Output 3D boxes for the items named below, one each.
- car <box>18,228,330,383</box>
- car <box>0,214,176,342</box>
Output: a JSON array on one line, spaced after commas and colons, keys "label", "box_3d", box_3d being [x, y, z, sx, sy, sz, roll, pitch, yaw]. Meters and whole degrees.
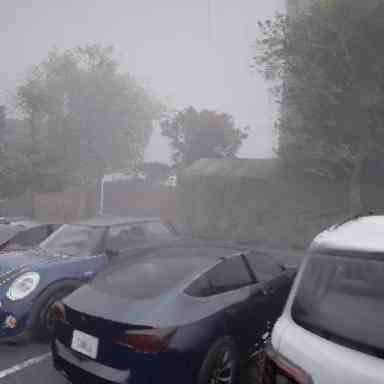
[{"label": "car", "box_3d": [0.333, 1.497, 5.083, 2.163, 1.488, 4.792, 0, 0, 36]}, {"label": "car", "box_3d": [-1.938, 1.329, 6.707, 2.185, 1.767, 4.553, 0, 0, 36]}]
